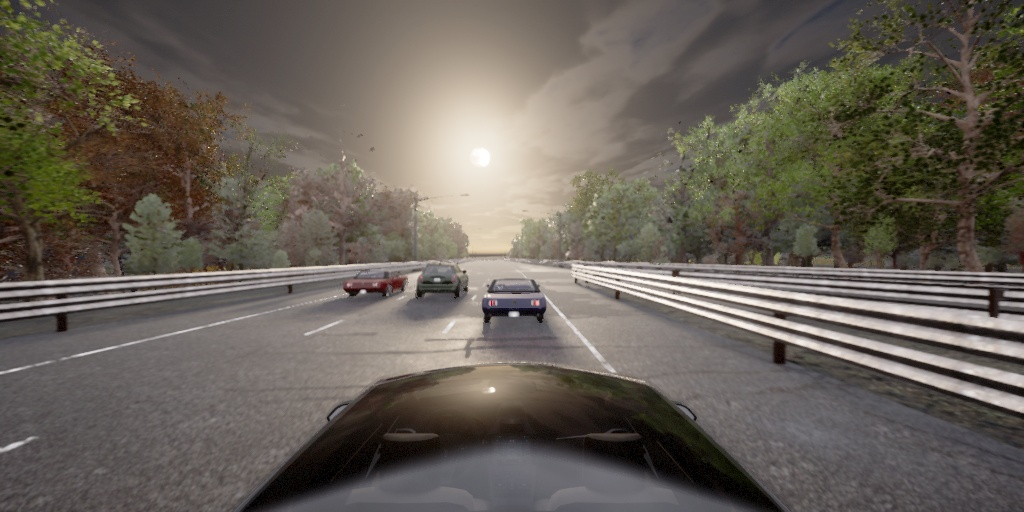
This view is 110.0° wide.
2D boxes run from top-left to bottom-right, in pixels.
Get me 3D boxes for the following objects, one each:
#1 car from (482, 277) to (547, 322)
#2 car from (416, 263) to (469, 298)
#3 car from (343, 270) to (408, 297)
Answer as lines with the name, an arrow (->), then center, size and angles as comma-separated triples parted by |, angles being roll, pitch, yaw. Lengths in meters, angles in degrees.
car -> 0.046, 1.371, 12.397 | 1.895, 1.301, 4.718 | 0, 0, 0
car -> -3.525, 1.139, 18.932 | 2.097, 1.767, 4.553 | 0, 0, -1
car -> -7.023, 1.390, 19.066 | 1.895, 1.301, 4.718 | 0, 0, -1
